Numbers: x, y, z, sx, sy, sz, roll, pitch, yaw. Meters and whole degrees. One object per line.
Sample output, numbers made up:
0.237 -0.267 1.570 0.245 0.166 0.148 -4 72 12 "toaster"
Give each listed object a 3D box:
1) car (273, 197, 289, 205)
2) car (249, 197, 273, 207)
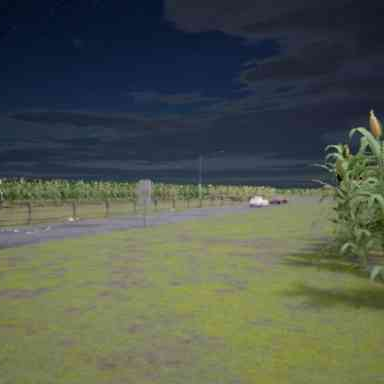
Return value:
15.159 1.523 57.704 1.895 1.301 4.718 1 0 35 "car"
9.904 1.458 48.999 1.812 1.442 4.674 1 0 31 "car"
